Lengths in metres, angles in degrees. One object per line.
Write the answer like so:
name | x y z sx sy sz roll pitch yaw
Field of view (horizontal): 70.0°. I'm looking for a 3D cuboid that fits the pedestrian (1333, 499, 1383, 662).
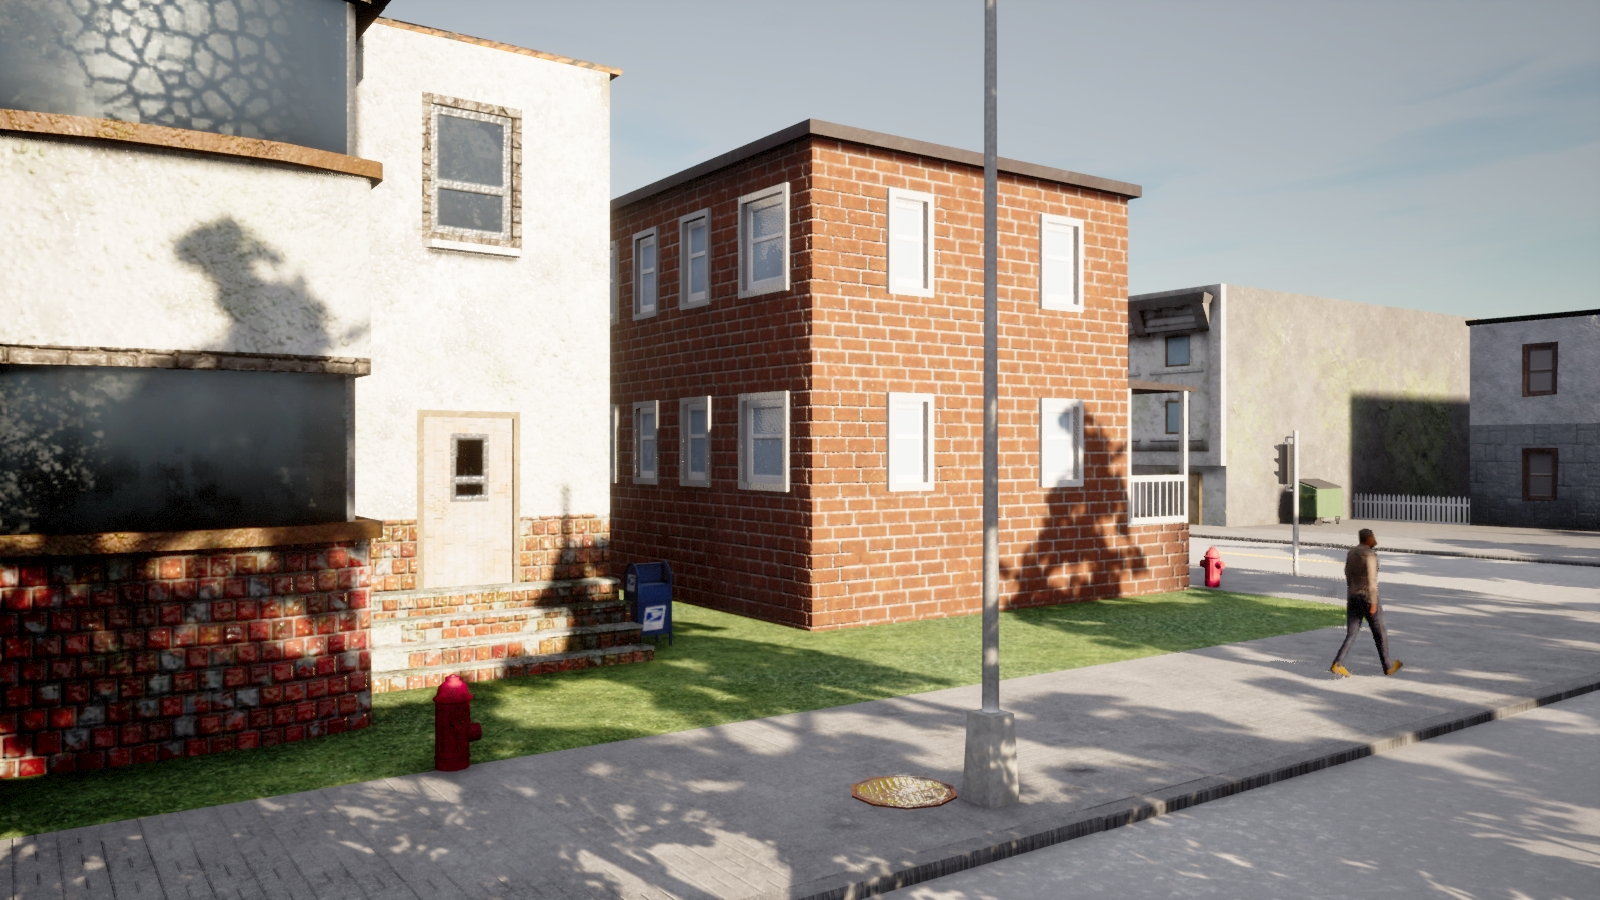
pedestrian | 6.544 1.517 13.398 0.375 1.860 0.375 0 0 -15
